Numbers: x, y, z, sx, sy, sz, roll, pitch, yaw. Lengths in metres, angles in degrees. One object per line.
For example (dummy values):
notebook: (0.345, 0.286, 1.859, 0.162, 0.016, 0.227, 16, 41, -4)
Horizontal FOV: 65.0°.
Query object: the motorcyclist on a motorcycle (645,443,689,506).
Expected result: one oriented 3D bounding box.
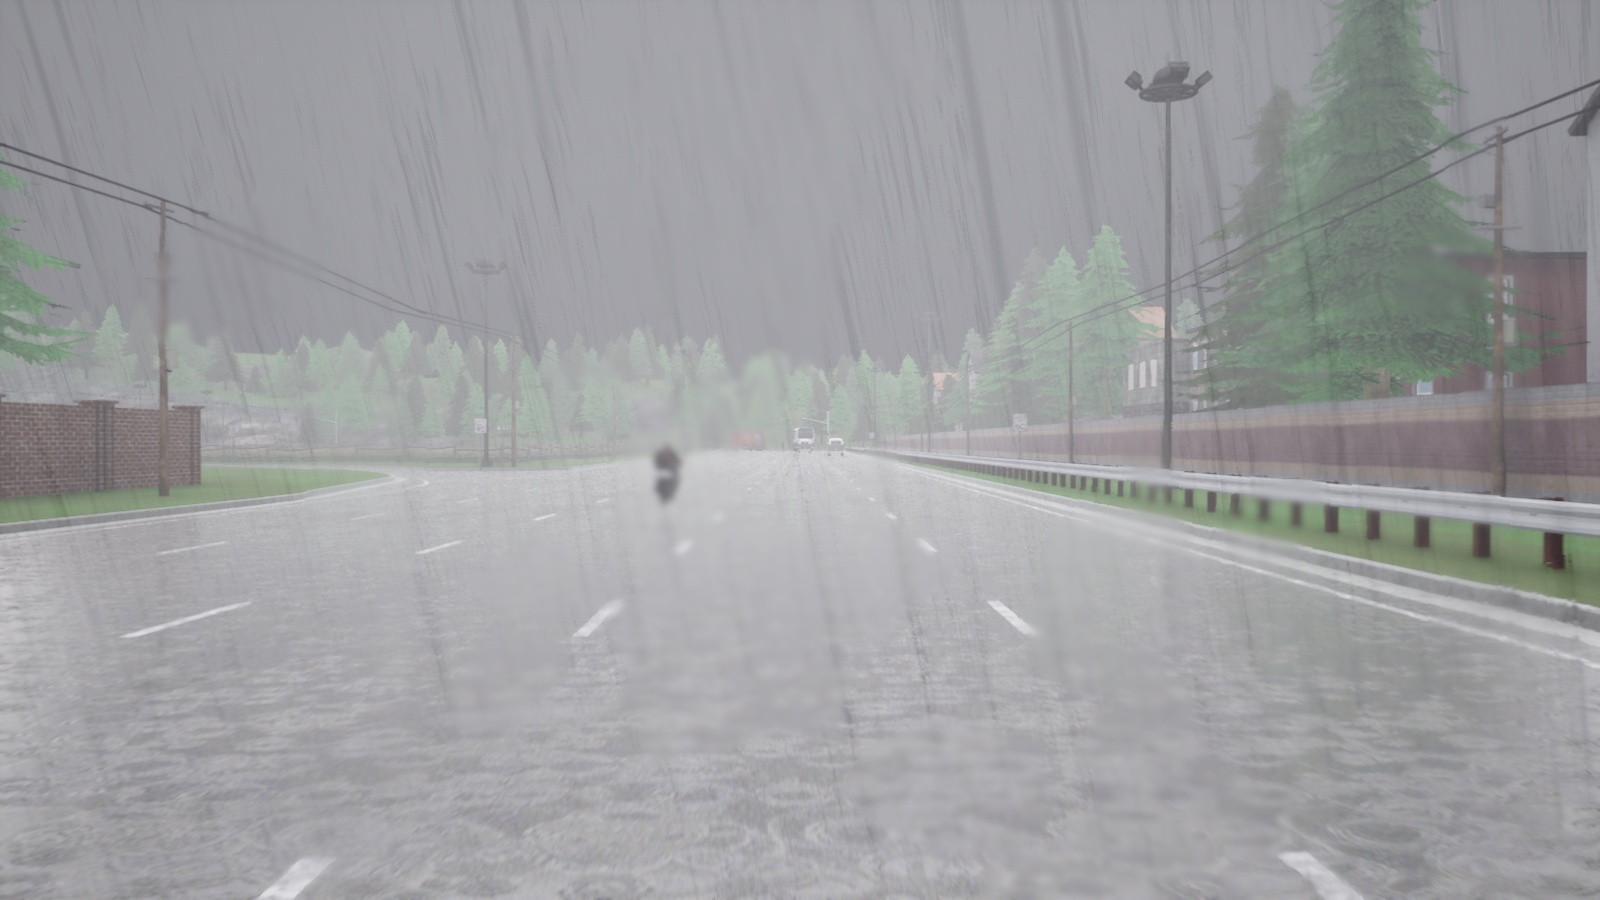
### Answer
motorcyclist on a motorcycle: (-3.354, 0.600, 31.781, 0.866, 1.530, 2.191, 0, 0, 0)
